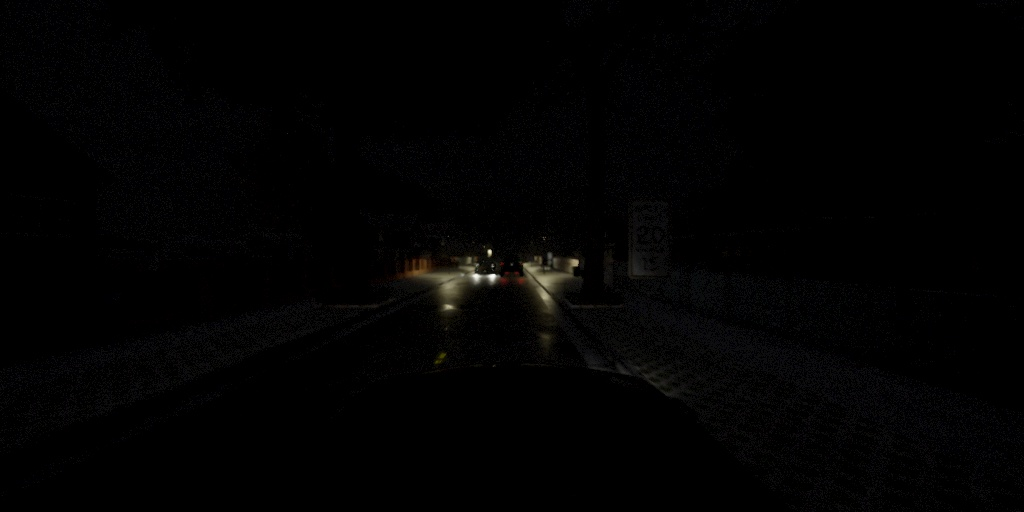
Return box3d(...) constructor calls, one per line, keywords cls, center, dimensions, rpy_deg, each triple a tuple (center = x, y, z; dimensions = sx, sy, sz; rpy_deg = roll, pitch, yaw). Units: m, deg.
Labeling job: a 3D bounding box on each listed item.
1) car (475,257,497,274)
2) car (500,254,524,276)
box3d(cls="car", center=(-2.772, 0.963, 38.776), dimensions=(2.097, 1.767, 4.553), rpy_deg=(0, 0, 0))
box3d(cls="car", center=(-0.019, 0.848, 34.610), dimensions=(2.150, 2.045, 5.566), rpy_deg=(0, 0, 0))
